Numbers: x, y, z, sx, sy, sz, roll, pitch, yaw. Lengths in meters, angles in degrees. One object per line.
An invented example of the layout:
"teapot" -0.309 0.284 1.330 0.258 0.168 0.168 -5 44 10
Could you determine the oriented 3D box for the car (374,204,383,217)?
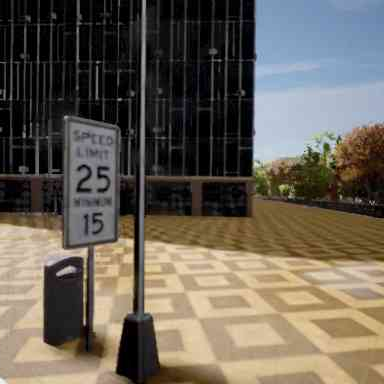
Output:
"car" 16.718 1.521 26.881 1.895 1.301 4.718 1 0 4
